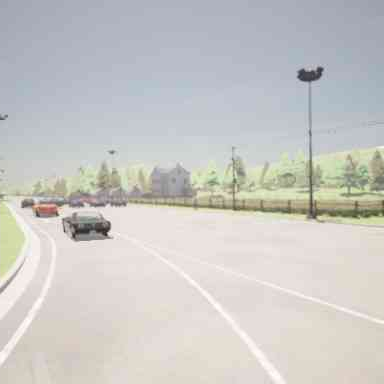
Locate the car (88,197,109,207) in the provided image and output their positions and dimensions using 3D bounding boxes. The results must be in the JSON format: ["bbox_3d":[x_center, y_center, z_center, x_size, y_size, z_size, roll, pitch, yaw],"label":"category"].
[{"bbox_3d":[-16.363,1.996,57.690,1.895,1.301,4.718,0,0,-30],"label":"car"}]

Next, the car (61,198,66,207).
[{"bbox_3d":[-22.217,1.899,53.826,1.882,1.535,5.008,0,0,-30],"label":"car"}]

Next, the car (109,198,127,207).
[{"bbox_3d":[-13.104,1.868,59.041,2.128,1.511,4.902,0,0,-30],"label":"car"}]

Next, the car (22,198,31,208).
[{"bbox_3d":[-27.731,1.827,56.507,2.097,1.767,4.553,0,0,-29],"label":"car"}]

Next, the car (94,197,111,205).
[{"bbox_3d":[-18.280,1.830,68.085,2.033,1.411,5.357,0,0,-30],"label":"car"}]

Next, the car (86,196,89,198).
[{"bbox_3d":[-21.305,1.660,66.321,2.097,1.767,4.553,0,0,-30],"label":"car"}]

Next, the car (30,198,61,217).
[{"bbox_3d":[-15.676,1.638,35.541,2.097,1.767,4.553,0,0,-30],"label":"car"}]

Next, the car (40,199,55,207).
[{"bbox_3d":[-27.392,1.990,62.869,2.033,1.411,5.357,0,0,-30],"label":"car"}]

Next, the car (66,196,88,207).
[{"bbox_3d":[-19.386,1.935,55.926,1.812,1.442,4.674,0,0,-30],"label":"car"}]

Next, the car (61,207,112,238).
[{"bbox_3d":[-6.041,1.735,18.642,1.895,1.301,4.718,0,0,-29],"label":"car"}]
